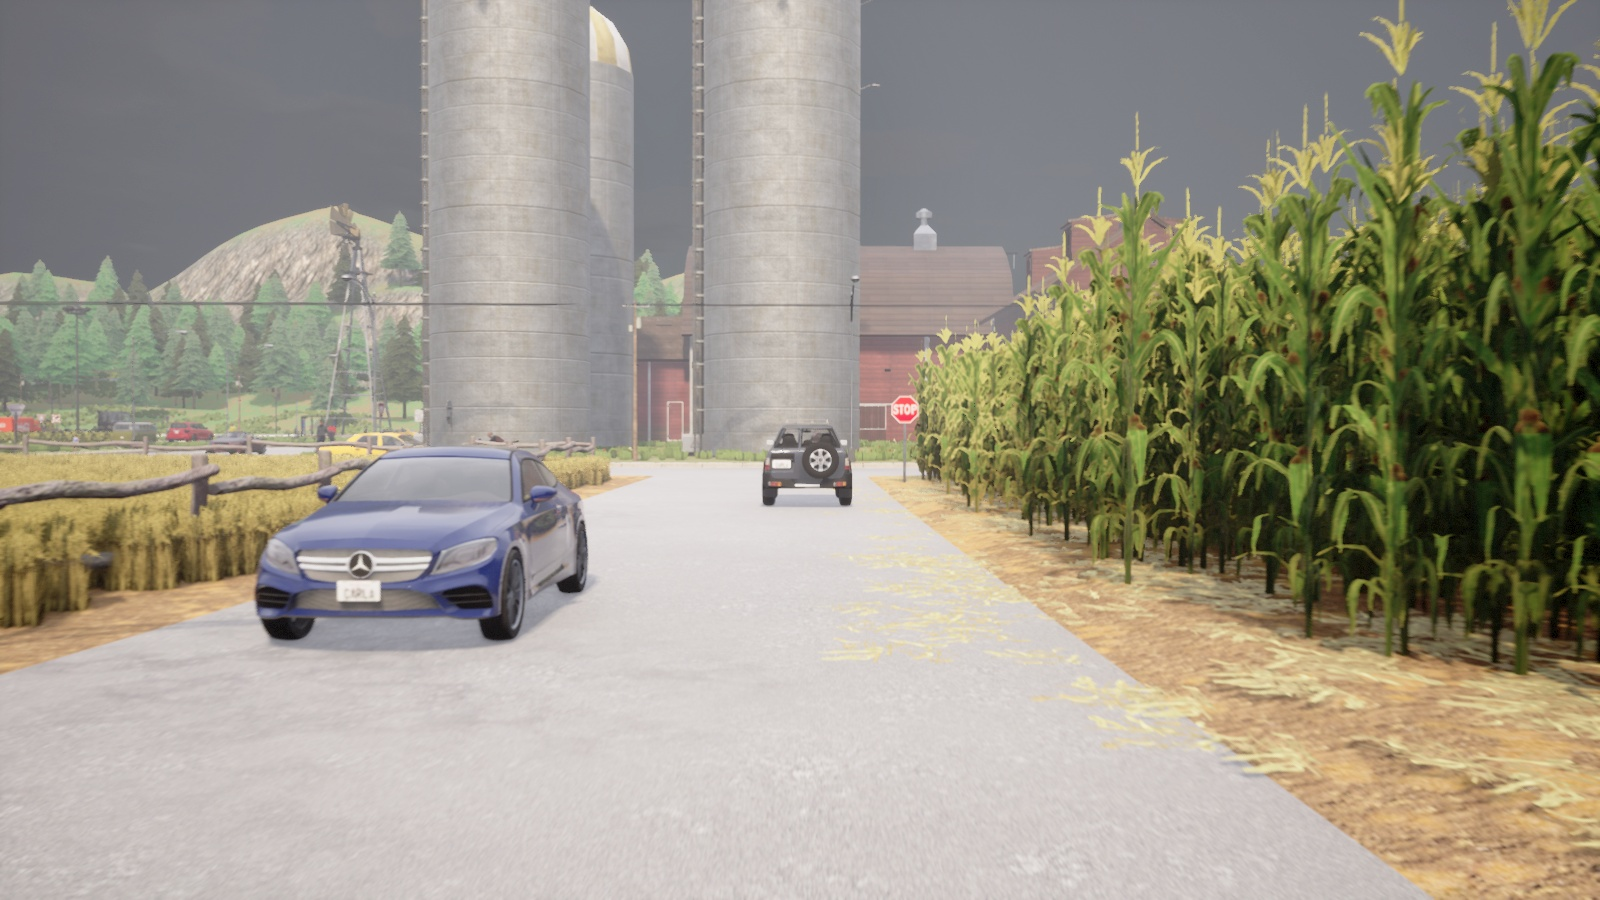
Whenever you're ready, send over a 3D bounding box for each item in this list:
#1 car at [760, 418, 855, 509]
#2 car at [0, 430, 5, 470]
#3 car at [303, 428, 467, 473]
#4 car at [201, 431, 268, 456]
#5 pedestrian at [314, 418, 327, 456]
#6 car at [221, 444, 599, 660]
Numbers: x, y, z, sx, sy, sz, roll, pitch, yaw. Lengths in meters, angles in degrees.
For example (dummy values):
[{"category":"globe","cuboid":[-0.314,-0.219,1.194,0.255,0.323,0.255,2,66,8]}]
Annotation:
[{"category":"car","cuboid":[0.150,0.241,27.977,1.932,1.855,4.605,0,1,0]},{"category":"car","cuboid":[-32.025,0.020,45.698,4.792,1.488,2.163,0,1,0]},{"category":"car","cuboid":[-15.033,0.002,45.641,5.366,1.575,1.801,0,1,0]},{"category":"car","cuboid":[-32.289,-0.398,71.825,1.994,1.385,4.181,0,1,-1]},{"category":"pedestrian","cuboid":[-25.088,-0.677,65.724,0.423,1.949,0.788,0,1,-6]},{"category":"car","cuboid":[-3.030,0.685,10.891,1.812,1.442,4.674,0,1,0]}]
